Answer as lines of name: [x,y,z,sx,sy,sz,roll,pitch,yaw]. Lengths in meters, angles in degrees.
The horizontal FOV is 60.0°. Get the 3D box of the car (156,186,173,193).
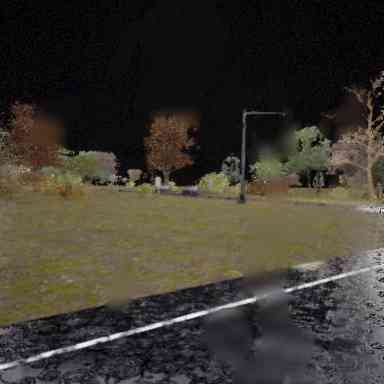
car: [-5.707,-0.580,68.351,1.812,1.442,4.674,0,2,-36]

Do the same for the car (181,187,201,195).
car: [-0.121,-0.236,60.554,1.812,1.442,4.674,0,2,-36]
